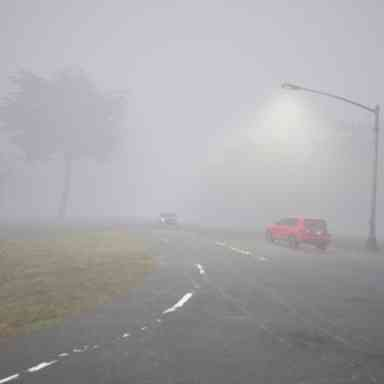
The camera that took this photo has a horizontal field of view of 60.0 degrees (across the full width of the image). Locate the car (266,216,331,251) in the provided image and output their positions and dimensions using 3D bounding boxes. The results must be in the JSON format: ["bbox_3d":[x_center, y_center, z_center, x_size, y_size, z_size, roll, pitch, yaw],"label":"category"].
[{"bbox_3d":[6.998,2.677,22.421,2.150,2.045,5.566,5,-3,-12],"label":"car"}]

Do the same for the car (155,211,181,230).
[{"bbox_3d":[-2.358,2.725,32.755,2.097,1.767,4.553,5,-3,-12],"label":"car"}]

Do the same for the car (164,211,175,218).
[{"bbox_3d":[-5.390,5.445,80.259,1.882,1.535,5.008,5,-4,-12],"label":"car"}]
